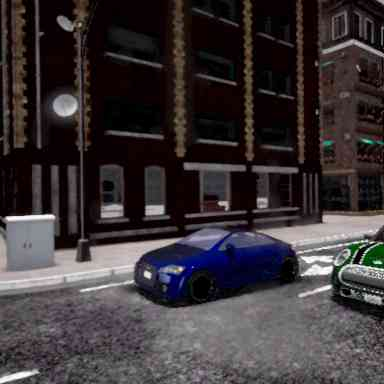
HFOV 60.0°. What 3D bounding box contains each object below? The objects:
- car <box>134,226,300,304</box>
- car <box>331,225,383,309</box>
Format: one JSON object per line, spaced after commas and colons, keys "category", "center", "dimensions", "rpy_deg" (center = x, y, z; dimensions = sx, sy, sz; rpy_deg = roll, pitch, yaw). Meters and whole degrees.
{"category": "car", "center": [0.709, 1.585, 8.252], "dimensions": [4.181, 1.385, 1.994], "rpy_deg": [0, 0, -33]}
{"category": "car", "center": [5.097, 1.338, 7.318], "dimensions": [4.553, 1.767, 2.097], "rpy_deg": [0, 0, -35]}
